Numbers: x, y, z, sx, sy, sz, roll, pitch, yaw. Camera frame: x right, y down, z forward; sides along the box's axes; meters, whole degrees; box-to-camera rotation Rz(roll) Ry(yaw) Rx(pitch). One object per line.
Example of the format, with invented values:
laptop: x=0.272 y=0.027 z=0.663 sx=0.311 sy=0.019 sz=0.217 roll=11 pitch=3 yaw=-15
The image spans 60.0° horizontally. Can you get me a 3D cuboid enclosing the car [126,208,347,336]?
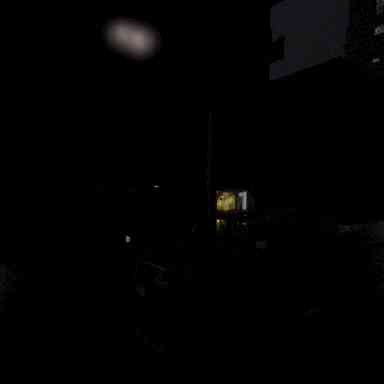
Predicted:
car: x=1.210 y=1.317 z=6.927 sx=5.009 sy=1.841 sz=2.192 roll=0 pitch=2 yaw=-35
